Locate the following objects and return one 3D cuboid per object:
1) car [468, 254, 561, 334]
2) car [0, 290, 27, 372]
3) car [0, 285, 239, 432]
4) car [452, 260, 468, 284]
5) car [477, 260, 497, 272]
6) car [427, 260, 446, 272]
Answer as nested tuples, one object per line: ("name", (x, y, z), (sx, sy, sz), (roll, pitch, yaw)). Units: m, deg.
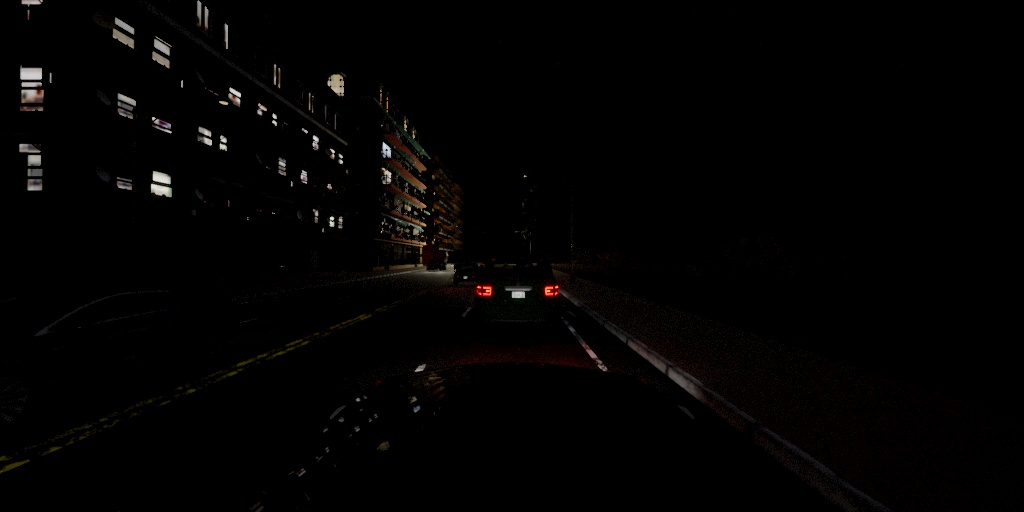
("car", (0.108, 0.973, 10.810), (2.150, 2.045, 5.566), (0, 0, -1))
("car", (-9.850, 1.314, 4.452), (1.994, 1.385, 4.181), (0, 0, 0))
("car", (-6.599, 1.242, 5.403), (2.128, 1.511, 4.902), (0, 0, 0))
("car", (-3.135, 1.279, 26.473), (1.812, 1.442, 4.674), (0, 0, 0))
("car", (-3.121, 1.243, 45.905), (2.128, 1.511, 4.902), (0, 0, 0))
("car", (-9.820, 1.258, 46.895), (1.837, 1.490, 4.892), (0, 0, 0))
